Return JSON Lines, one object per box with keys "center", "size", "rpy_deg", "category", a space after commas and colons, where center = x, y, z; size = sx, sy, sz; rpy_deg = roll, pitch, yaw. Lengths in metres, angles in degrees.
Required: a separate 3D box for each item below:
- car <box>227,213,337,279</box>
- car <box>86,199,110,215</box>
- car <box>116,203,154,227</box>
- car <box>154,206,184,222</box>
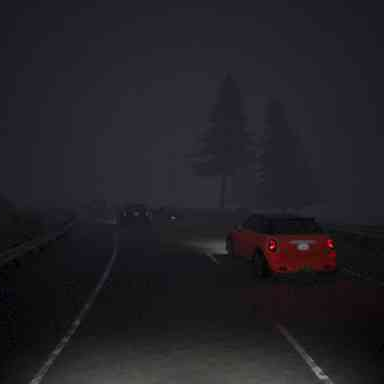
{"center": [2.553, 1.440, 10.585], "size": [2.097, 1.767, 4.553], "rpy_deg": [0, -1, -8], "category": "car"}
{"center": [-11.421, 1.761, 40.215], "size": [2.097, 1.767, 4.553], "rpy_deg": [0, -1, -29], "category": "car"}
{"center": [-4.557, 1.601, 25.289], "size": [2.097, 1.767, 4.553], "rpy_deg": [0, 0, -18], "category": "car"}
{"center": [-2.355, 1.880, 29.686], "size": [1.895, 1.301, 4.718], "rpy_deg": [0, -1, -21], "category": "car"}
